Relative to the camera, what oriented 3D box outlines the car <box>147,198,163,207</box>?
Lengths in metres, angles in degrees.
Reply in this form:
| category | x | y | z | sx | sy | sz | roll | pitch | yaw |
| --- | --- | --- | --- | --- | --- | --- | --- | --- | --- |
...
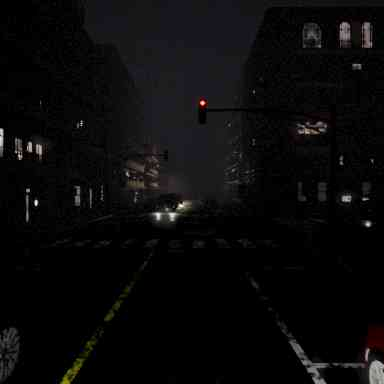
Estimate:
| category | x | y | z | sx | sy | sz | roll | pitch | yaw |
| --- | --- | --- | --- | --- | --- | --- | --- | --- | --- |
| car | -5.557 | 1.580 | 50.832 | 1.947 | 1.339 | 4.313 | 0 | 0 | 0 |

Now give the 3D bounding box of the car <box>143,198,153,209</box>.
| category | x | y | z | sx | sy | sz | roll | pitch | yaw |
| --- | --- | --- | --- | --- | --- | --- | --- | --- | --- |
| car | -5.572 | 1.561 | 45.305 | 2.008 | 1.369 | 4.403 | 0 | 0 | 0 |

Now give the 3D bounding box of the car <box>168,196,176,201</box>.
| category | x | y | z | sx | sy | sz | roll | pitch | yaw |
| --- | --- | --- | --- | --- | --- | --- | --- | --- | --- |
| car | -5.449 | 1.632 | 89.528 | 1.802 | 1.307 | 4.206 | -1 | 0 | 0 |

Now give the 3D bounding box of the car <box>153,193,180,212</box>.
| category | x | y | z | sx | sy | sz | roll | pitch | yaw |
| --- | --- | --- | --- | --- | --- | --- | --- | --- | --- |
| car | -2.989 | 1.228 | 40.085 | 2.150 | 2.045 | 5.566 | 0 | 0 | 0 |

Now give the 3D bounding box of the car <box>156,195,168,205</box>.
| category | x | y | z | sx | sy | sz | roll | pitch | yaw |
| --- | --- | --- | --- | --- | --- | --- | --- | --- | --- |
| car | -5.528 | 1.462 | 61.888 | 1.967 | 1.590 | 4.097 | -1 | 0 | 0 |

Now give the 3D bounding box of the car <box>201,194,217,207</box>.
| category | x | y | z | sx | sy | sz | roll | pitch | yaw |
| --- | --- | --- | --- | --- | --- | --- | --- | --- | --- |
| car | 2.822 | 1.454 | 50.804 | 1.967 | 1.590 | 4.097 | -1 | 0 | 0 |

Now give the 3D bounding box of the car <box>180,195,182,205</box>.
| category | x | y | z | sx | sy | sz | roll | pitch | yaw |
| --- | --- | --- | --- | --- | --- | --- | --- | --- | --- |
| car | -2.956 | 1.561 | 50.390 | 2.033 | 1.411 | 5.357 | 0 | 0 | 0 |

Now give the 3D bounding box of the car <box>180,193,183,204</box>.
| category | x | y | z | sx | sy | sz | roll | pitch | yaw |
| --- | --- | --- | --- | --- | --- | --- | --- | --- | --- |
| car | -2.890 | 1.241 | 62.082 | 2.150 | 2.045 | 5.566 | 0 | 0 | 0 |

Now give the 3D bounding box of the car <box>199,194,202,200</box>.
| category | x | y | z | sx | sy | sz | roll | pitch | yaw |
| --- | --- | --- | --- | --- | --- | --- | --- | --- | --- |
| car | 2.869 | 1.578 | 67.388 | 2.008 | 1.369 | 4.403 | -1 | 0 | 0 |

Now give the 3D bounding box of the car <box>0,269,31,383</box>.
| category | x | y | z | sx | sy | sz | roll | pitch | yaw |
| --- | --- | --- | --- | --- | --- | --- | --- | --- | --- |
| car | -3.083 | 1.491 | 2.499 | 2.128 | 1.511 | 4.902 | 0 | 0 | 0 |

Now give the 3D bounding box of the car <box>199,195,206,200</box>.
| category | x | y | z | sx | sy | sz | roll | pitch | yaw |
| --- | --- | --- | --- | --- | --- | --- | --- | --- | --- |
| car | 2.946 | 1.602 | 95.027 | 1.887 | 1.381 | 4.507 | -1 | 0 | 0 |

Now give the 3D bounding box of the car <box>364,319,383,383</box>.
| category | x | y | z | sx | sy | sz | roll | pitch | yaw |
| --- | --- | --- | --- | --- | --- | --- | --- | --- | --- |
| car | 2.687 | 1.544 | 1.805 | 1.887 | 1.381 | 4.507 | 0 | 0 | 0 |

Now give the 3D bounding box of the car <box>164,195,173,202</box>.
| category | x | y | z | sx | sy | sz | roll | pitch | yaw |
| --- | --- | --- | --- | --- | --- | --- | --- | --- | --- |
| car | -5.481 | 1.563 | 78.302 | 1.752 | 1.417 | 4.829 | -1 | 0 | 0 |

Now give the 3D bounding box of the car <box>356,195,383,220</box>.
| category | x | y | z | sx | sy | sz | roll | pitch | yaw |
| --- | --- | --- | --- | --- | --- | --- | --- | --- | --- |
| car | 14.907 | 1.206 | 24.758 | 5.008 | 1.535 | 1.882 | -1 | 0 | -1 |

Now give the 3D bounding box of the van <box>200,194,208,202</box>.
| category | x | y | z | sx | sy | sz | roll | pitch | yaw |
| --- | --- | --- | --- | --- | --- | --- | --- | --- | --- |
| van | 2.898 | 1.379 | 78.443 | 1.690 | 1.788 | 3.998 | -1 | 0 | 0 |
